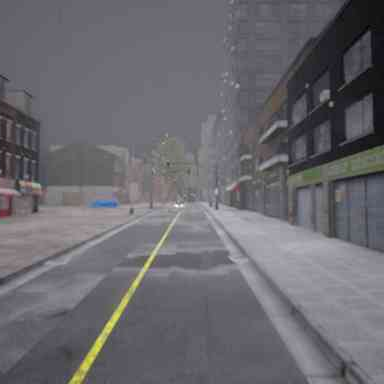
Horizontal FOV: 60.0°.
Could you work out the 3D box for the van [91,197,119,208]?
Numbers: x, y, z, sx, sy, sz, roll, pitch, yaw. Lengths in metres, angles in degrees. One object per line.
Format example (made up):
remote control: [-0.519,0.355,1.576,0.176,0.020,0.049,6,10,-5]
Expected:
van: [-12.924,1.673,49.570,3.998,1.788,1.690,0,-3,0]

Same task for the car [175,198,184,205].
car: [-2.748,2.017,72.805,2.128,1.511,4.902,0,-1,0]
